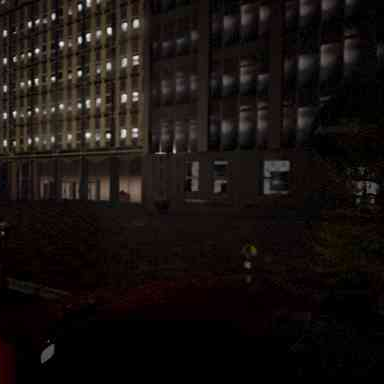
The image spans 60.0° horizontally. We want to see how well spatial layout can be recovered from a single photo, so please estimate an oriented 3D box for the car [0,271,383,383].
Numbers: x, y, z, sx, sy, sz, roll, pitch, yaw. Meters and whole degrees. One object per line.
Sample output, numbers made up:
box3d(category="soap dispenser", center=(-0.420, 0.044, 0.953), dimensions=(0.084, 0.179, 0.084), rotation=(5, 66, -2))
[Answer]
box3d(category="car", center=(-0.157, 1.485, 2.940), dimensions=(4.507, 1.381, 1.887), rotation=(1, 2, 30))
